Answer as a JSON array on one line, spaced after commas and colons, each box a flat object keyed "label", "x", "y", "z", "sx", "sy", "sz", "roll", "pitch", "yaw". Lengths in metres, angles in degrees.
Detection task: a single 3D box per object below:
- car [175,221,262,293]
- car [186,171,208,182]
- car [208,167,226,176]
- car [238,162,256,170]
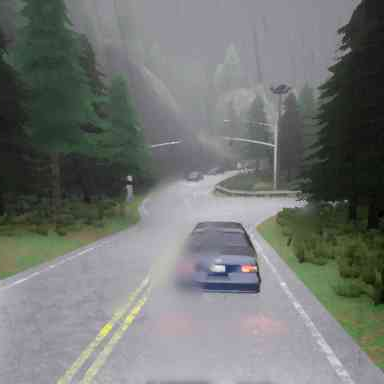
[{"label": "car", "x": 0.726, "y": 1.497, "z": 8.877, "sx": 2.033, "sy": 1.411, "sz": 5.357, "roll": 0, "pitch": 0, "yaw": 5}, {"label": "car", "x": 0.561, "y": -2.569, "z": 55.103, "sx": 1.837, "sy": 1.490, "sz": 4.892, "roll": 2, "pitch": 10, "yaw": 19}, {"label": "car", "x": 4.631, "y": -4.050, "z": 63.645, "sx": 2.128, "sy": 1.511, "sz": 4.902, "roll": 4, "pitch": 10, "yaw": 36}, {"label": "car", "x": 11.870, "y": -5.480, "z": 71.020, "sx": 4.892, "sy": 1.490, "sz": 1.837, "roll": -9, "pitch": 9, "yaw": -36}]
